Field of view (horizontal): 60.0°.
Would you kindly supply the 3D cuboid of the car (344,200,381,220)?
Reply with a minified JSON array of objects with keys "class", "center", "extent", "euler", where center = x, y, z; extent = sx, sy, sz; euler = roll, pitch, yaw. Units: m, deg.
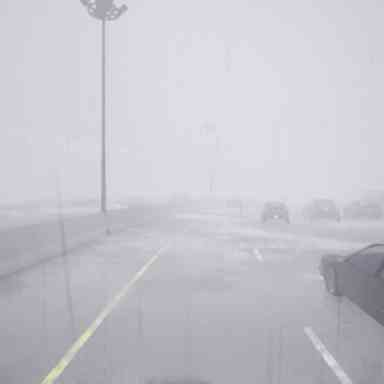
[{"class":"car","center":[13.737,1.413,27.058],"extent":[2.128,1.511,4.902],"euler":[0,0,12]}]

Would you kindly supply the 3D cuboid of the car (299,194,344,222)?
[{"class":"car","center":[9.892,1.268,25.684],"extent":[2.097,1.767,4.553],"euler":[0,0,11]}]

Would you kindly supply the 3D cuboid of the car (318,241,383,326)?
[{"class":"car","center":[3.788,1.534,5.435],"extent":[2.033,1.411,5.357],"euler":[0,0,3]}]

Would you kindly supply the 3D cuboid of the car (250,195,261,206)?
[{"class":"car","center":[8.950,1.326,51.438],"extent":[1.812,1.442,4.674],"euler":[0,0,22]}]

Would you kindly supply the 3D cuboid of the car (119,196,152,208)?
[{"class":"car","center":[-7.171,1.329,44.657],"extent":[2.033,1.411,5.357],"euler":[0,0,17]}]

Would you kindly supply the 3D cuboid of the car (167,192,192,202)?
[{"class":"car","center":[-1.786,1.000,49.659],"extent":[2.150,2.045,5.566],"euler":[0,0,20]}]

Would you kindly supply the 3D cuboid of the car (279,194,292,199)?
[{"class":"car","center":[20.069,1.164,71.857],"extent":[1.994,1.385,4.181],"euler":[0,0,31]}]

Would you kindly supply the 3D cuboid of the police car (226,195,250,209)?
[{"class":"police car","center":[5.720,1.256,42.394],"extent":[1.930,1.638,5.238],"euler":[0,0,18]}]

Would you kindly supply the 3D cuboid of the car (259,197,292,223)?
[{"class":"car","center":[6.151,1.414,24.860],"extent":[1.837,1.490,4.892],"euler":[0,0,11]}]

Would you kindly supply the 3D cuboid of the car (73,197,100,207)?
[{"class":"car","center":[-14.251,1.323,45.148],"extent":[1.994,1.385,4.181],"euler":[0,0,17]}]

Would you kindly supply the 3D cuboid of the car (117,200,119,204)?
[{"class":"car","center":[-9.135,1.300,49.883],"extent":[2.033,1.411,5.357],"euler":[0,0,19]}]

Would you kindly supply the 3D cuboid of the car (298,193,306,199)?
[{"class":"car","center":[28.227,1.089,84.013],"extent":[1.837,1.490,4.892],"euler":[0,0,37]}]
